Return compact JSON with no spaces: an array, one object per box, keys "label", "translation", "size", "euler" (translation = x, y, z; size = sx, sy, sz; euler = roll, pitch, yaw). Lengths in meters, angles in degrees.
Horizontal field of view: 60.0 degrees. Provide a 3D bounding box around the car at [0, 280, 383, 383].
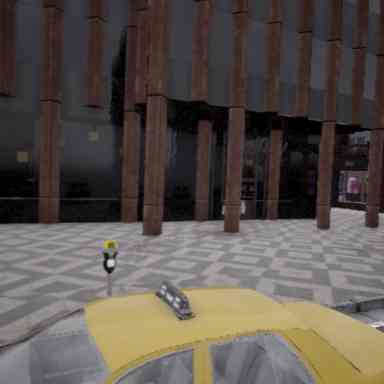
[{"label":"car","translation":[-0.394,1.391,2.359],"size":[4.829,1.417,1.752],"euler":[1,2,-25]}]
